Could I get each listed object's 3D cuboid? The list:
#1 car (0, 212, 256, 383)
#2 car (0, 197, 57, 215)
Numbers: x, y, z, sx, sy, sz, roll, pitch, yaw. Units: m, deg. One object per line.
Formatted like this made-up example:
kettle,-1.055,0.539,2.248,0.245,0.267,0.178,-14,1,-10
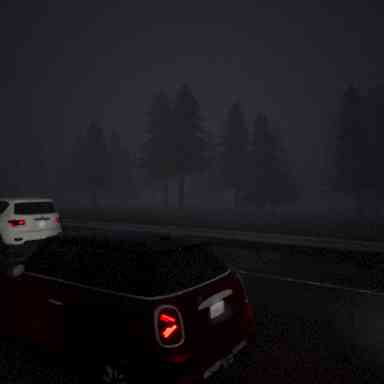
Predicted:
car,-1.450,1.350,5.002,4.553,1.767,2.097,0,0,35
car,-7.652,1.214,13.447,5.566,2.045,2.150,0,0,33
